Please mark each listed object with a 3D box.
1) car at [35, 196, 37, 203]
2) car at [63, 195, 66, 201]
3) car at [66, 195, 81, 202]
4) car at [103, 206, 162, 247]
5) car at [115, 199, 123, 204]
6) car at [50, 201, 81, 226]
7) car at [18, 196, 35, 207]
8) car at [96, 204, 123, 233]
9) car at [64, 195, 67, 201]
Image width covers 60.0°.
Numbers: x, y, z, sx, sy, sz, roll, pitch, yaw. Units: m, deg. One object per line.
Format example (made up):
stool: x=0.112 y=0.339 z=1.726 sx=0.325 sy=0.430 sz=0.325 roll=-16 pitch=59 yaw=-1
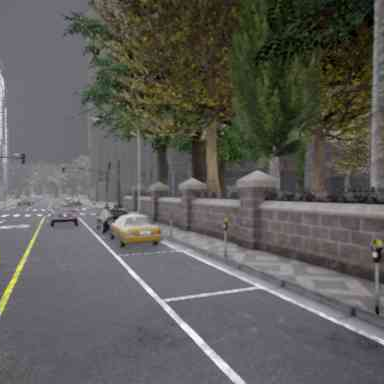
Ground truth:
car: x=-35.076 y=2.033 z=71.669 sx=1.802 sy=1.307 sz=4.206 roll=0 pitch=0 yaw=-22
car: x=-29.253 y=1.970 z=79.935 sx=1.887 sy=1.381 sz=4.507 roll=0 pitch=0 yaw=-22
car: x=-21.000 y=1.746 z=59.812 sx=1.967 sy=1.590 sz=4.097 roll=0 pitch=0 yaw=-22
car: x=-2.721 y=1.580 z=15.247 sx=1.752 sy=1.417 sz=4.829 roll=0 pitch=0 yaw=-22
car: x=-7.698 y=1.708 z=42.932 sx=4.553 sy=1.767 sz=2.097 roll=1 pitch=0 yaw=-34
car: x=-9.583 y=1.677 z=24.921 sx=2.033 sy=1.411 sz=5.357 roll=0 pitch=0 yaw=-22
car: x=-30.952 y=1.706 z=61.608 sx=2.192 sy=1.841 sz=5.009 roll=0 pitch=0 yaw=-22
car: x=-4.727 y=1.647 z=20.138 sx=1.947 sy=1.339 sz=4.313 roll=0 pitch=0 yaw=-22
car: x=-27.189 y=1.946 z=74.904 sx=2.008 sy=1.369 sz=4.403 roll=0 pitch=0 yaw=-22
